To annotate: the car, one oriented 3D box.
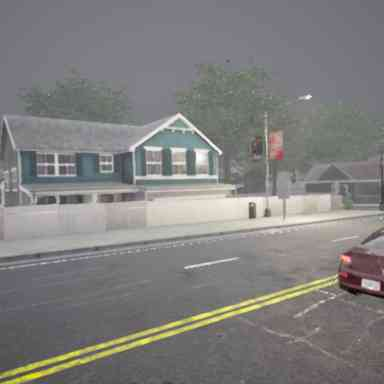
[{"bbox_3d":[4.889,1.377,6.927,4.674,1.442,1.812,-1,0,-35],"label":"car"}]
